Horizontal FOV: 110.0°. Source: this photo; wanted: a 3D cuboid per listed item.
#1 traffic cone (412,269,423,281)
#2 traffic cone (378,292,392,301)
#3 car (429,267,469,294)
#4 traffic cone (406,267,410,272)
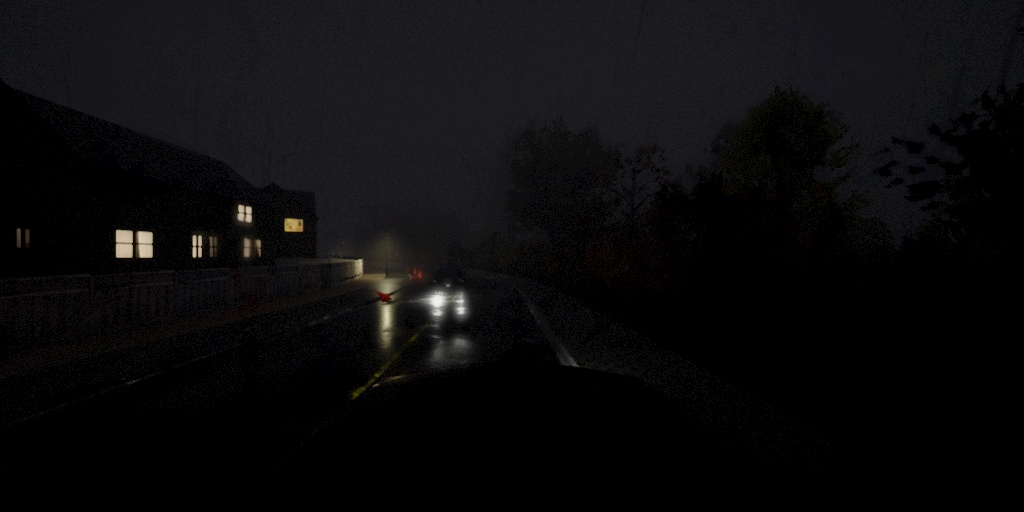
[{"bbox_3d":[-7.207,1.468,27.265,0.340,0.580,0.340,0,0,10],"label":"traffic cone"},{"bbox_3d":[-5.493,1.531,15.531,0.340,0.580,0.340,0,0,-24],"label":"traffic cone"},{"bbox_3d":[-3.495,1.304,20.229,1.994,1.385,4.181,0,0,-7],"label":"car"},{"bbox_3d":[-11.775,1.489,40.698,0.340,0.580,0.340,0,0,-27],"label":"traffic cone"}]
